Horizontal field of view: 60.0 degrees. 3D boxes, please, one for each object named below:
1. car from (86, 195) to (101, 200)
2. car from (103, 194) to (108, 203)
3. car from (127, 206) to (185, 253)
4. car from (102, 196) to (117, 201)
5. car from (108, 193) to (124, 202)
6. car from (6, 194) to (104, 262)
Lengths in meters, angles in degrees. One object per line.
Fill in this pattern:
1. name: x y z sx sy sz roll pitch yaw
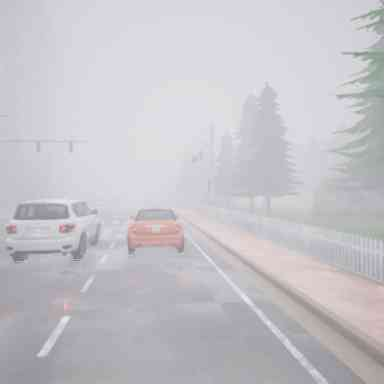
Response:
1. car: -27.143 1.539 91.482 4.674 1.442 1.812 0 0 39
2. car: -20.953 1.712 76.309 1.994 1.385 4.181 0 0 -12
3. car: -1.540 1.368 13.968 2.097 1.767 4.553 0 0 -7
4. car: -22.937 1.733 92.485 4.181 1.385 1.994 0 0 44
5. car: -18.175 1.372 79.065 2.150 2.045 5.566 0 0 -17
6. car: -4.881 1.257 12.464 2.150 2.045 5.566 0 0 -7
